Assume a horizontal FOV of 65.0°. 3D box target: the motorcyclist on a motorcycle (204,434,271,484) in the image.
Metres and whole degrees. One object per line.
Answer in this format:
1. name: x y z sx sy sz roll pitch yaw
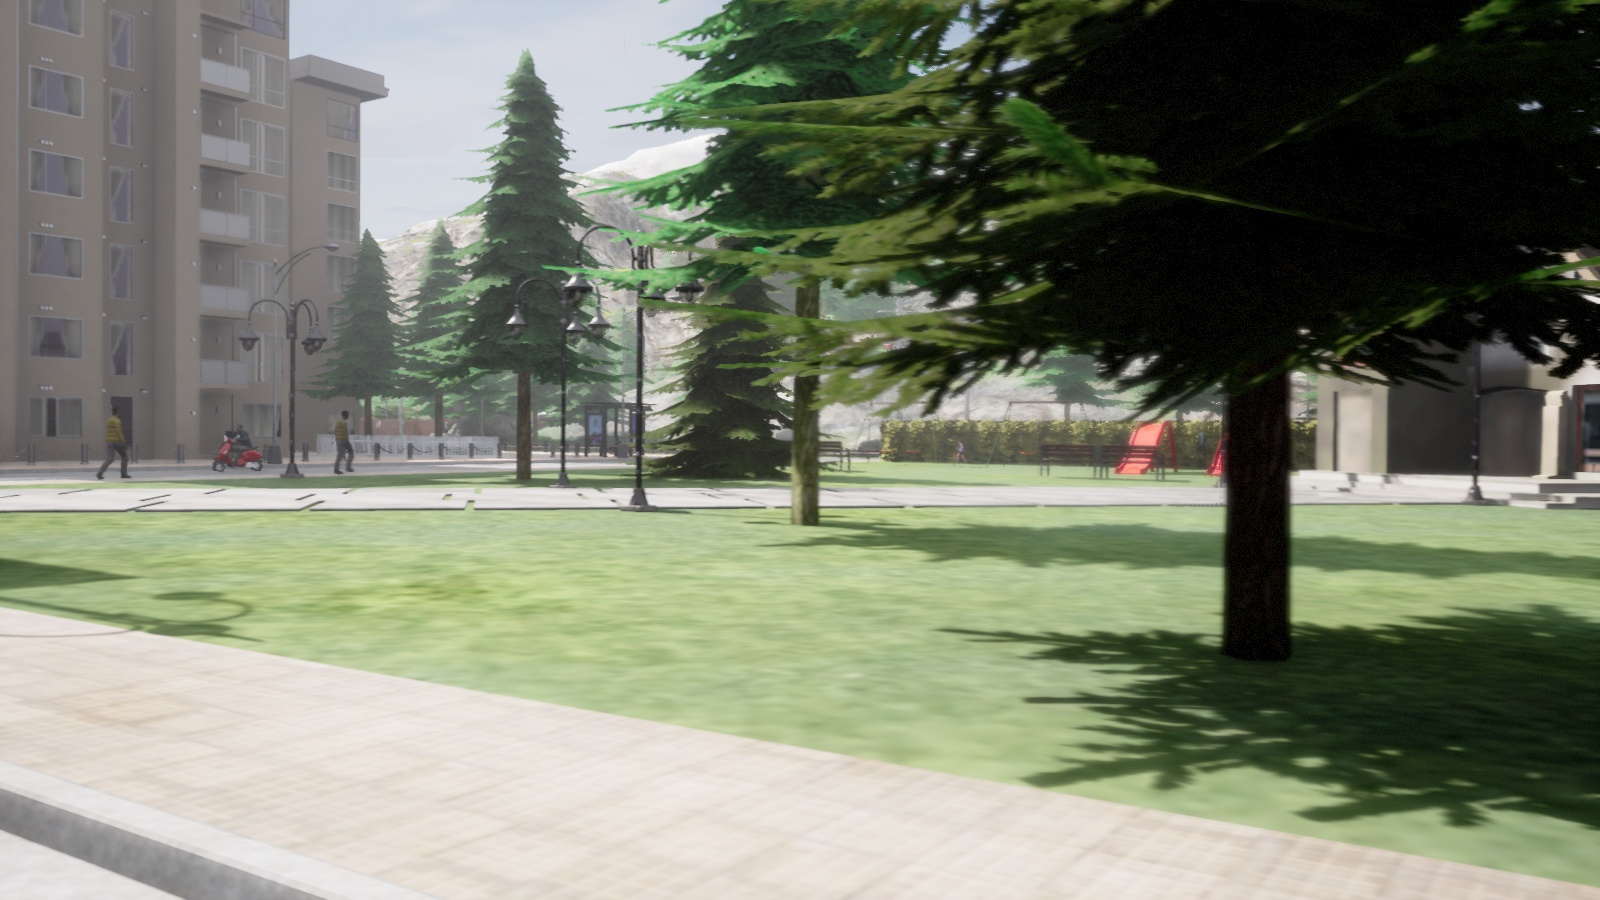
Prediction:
1. motorcyclist on a motorcycle: -18.358 0.274 41.018 0.866 1.590 1.817 0 1 34

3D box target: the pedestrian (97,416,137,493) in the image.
1. pedestrian: -16.569 0.098 30.464 0.431 1.840 0.709 0 1 32

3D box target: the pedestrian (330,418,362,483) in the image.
1. pedestrian: -12.979 0.003 35.883 0.431 1.840 0.709 0 1 40
